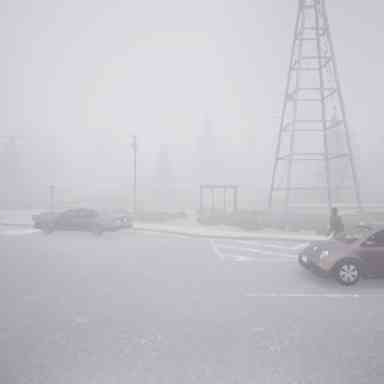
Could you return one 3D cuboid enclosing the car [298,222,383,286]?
[{"bbox_3d":[4.890,1.520,8.735,3.905,1.438,1.784,0,0,0],"label":"car"}]

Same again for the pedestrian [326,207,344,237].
[{"bbox_3d":[4.333,1.294,10.058,0.375,1.860,0.375,0,0,-5],"label":"pedestrian"}]

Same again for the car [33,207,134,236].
[{"bbox_3d":[-5.937,1.547,18.232,5.357,1.411,2.033,0,0,16],"label":"car"}]
